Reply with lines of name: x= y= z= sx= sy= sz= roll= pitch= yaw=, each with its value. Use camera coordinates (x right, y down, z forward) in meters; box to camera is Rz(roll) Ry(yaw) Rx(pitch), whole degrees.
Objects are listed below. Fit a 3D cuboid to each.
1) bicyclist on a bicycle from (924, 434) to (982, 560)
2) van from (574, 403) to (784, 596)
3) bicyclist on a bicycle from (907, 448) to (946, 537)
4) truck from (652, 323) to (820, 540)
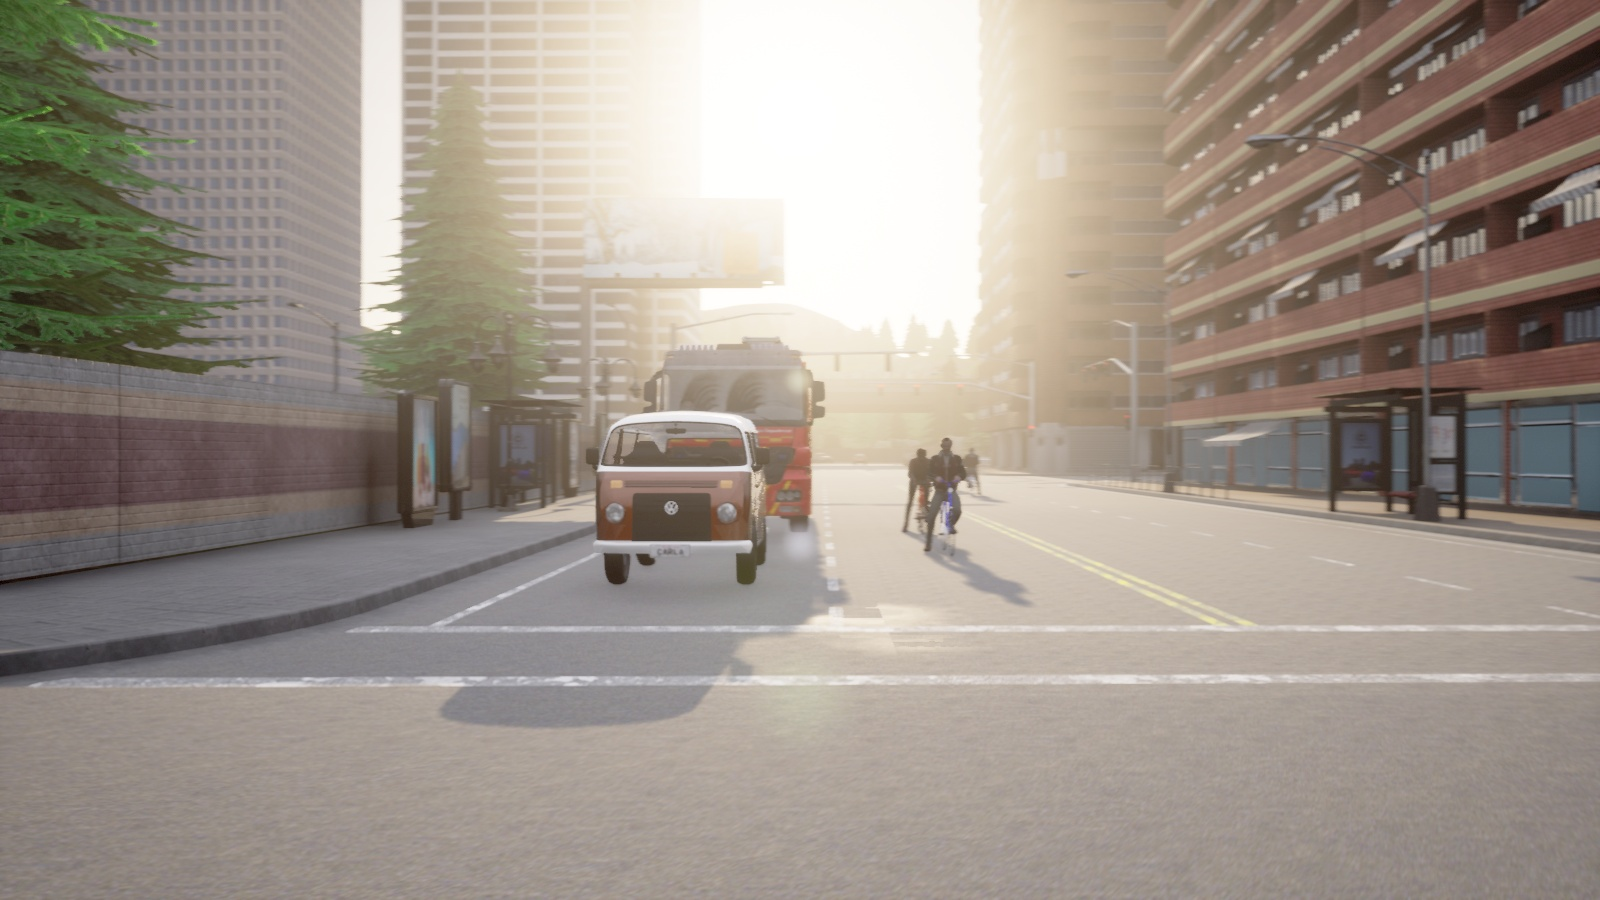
bicyclist on a bicycle: x=2.261 y=0.676 z=18.721 sx=0.659 sy=1.776 sz=1.843 roll=0 pitch=0 yaw=1
van: x=-1.312 y=0.535 z=15.580 sx=2.069 sy=2.038 sz=4.480 roll=0 pitch=0 yaw=1
bicyclist on a bicycle: x=2.375 y=0.774 z=23.694 sx=0.582 sy=1.620 sz=1.656 roll=0 pitch=0 yaw=1
truck: x=-1.068 y=-0.318 z=26.464 sx=2.891 sy=3.827 sz=8.468 roll=0 pitch=0 yaw=1
